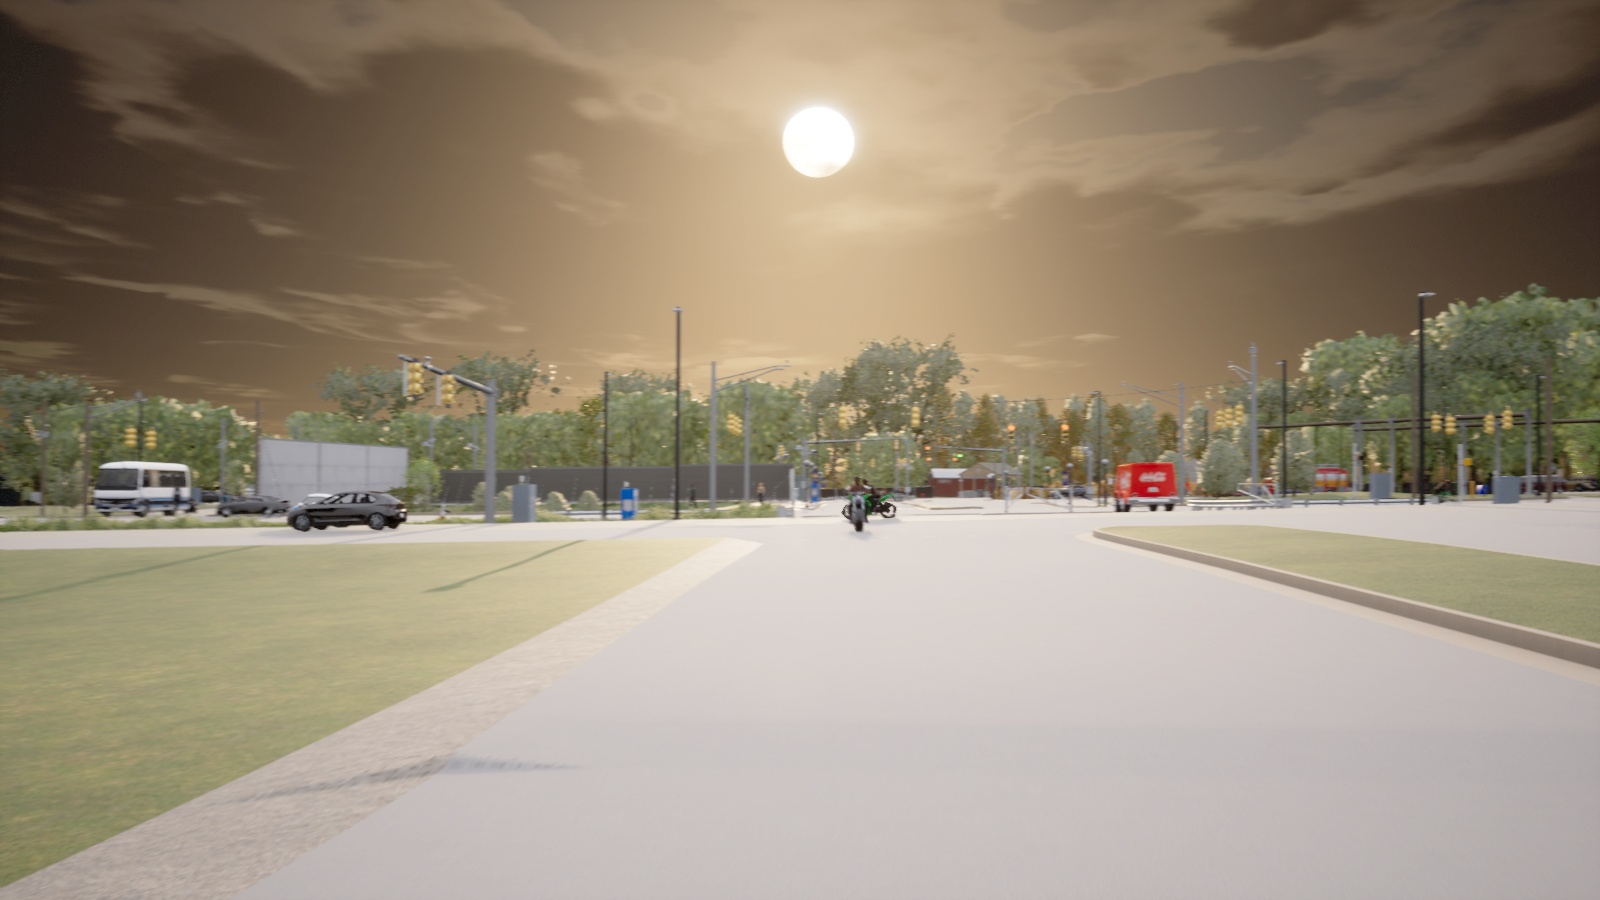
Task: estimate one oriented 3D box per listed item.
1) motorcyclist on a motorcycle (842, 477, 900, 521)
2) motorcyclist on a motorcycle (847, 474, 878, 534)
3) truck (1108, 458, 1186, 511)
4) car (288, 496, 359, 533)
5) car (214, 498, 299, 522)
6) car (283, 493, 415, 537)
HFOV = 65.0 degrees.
[{"bbox_3d":[2.589,1.775,45.760,2.044,1.523,0.797,-2,-1,2],"label":"motorcyclist on a motorcycle"},{"bbox_3d":[1.790,1.544,36.289,0.766,1.649,2.350,-2,-1,2],"label":"motorcyclist on a motorcycle"},{"bbox_3d":[17.594,1.817,63.972,2.627,2.467,5.204,-2,-3,3],"label":"truck"},{"bbox_3d":[-19.007,2.575,50.155,2.207,1.376,1.481,-1,-1,2],"label":"car"},{"bbox_3d":[-37.024,4.109,85.636,4.902,1.511,2.128,-1,-1,3],"label":"car"},{"bbox_3d":[-16.685,2.390,46.558,4.193,1.474,1.816,-2,-1,2],"label":"car"}]
